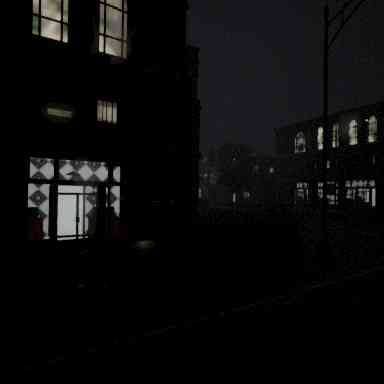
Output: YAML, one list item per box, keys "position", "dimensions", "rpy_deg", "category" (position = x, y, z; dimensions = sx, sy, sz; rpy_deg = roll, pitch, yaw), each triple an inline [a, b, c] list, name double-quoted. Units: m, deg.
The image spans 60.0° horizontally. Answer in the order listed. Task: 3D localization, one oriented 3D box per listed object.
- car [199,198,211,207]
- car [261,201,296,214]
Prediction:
- position: [1.376, 1.619, 52.117]
  dimensions: [1.887, 1.381, 4.507]
  rpy_deg: [1, -1, -27]
  category: "car"
- position: [9.442, 1.622, 36.635]
  dimensions: [2.008, 1.369, 4.403]
  rpy_deg: [1, -1, -27]
  category: "car"
